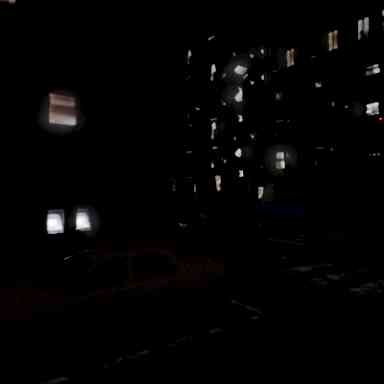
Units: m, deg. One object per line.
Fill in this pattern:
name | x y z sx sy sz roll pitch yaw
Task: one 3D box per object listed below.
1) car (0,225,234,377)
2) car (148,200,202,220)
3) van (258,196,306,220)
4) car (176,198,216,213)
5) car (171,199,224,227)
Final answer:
car | -1.487 1.520 5.507 4.829 1.417 1.752 0 0 -35
car | -1.588 1.477 28.619 2.033 1.411 5.357 -1 1 -36
van | 7.041 1.222 26.401 1.690 1.788 3.998 -1 0 -36
car | 0.302 1.390 35.712 1.752 1.417 4.829 -1 0 -36
car | 0.242 1.405 21.503 1.967 1.590 4.097 -1 0 -36
